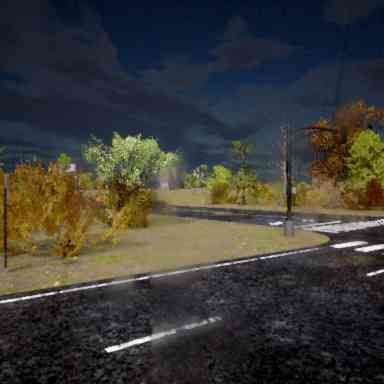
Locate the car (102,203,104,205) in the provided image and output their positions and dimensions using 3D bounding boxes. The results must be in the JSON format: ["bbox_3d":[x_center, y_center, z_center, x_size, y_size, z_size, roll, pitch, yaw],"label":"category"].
[{"bbox_3d":[-14.794,1.107,55.750,2.097,1.767,4.553,0,0,-38],"label":"car"}]

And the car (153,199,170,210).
[{"bbox_3d":[-4.533,1.528,42.551,1.994,1.385,4.181,0,0,-38],"label":"car"}]
